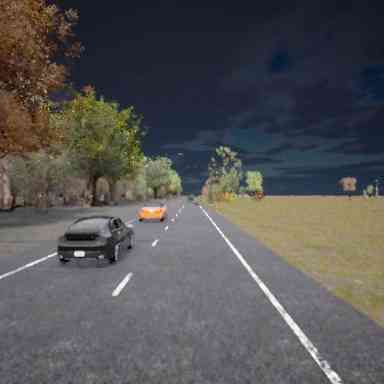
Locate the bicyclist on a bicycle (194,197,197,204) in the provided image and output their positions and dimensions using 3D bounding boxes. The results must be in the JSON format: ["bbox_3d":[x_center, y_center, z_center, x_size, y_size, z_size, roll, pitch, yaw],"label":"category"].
[{"bbox_3d":[0.947,2.260,85.009,0.659,1.776,1.843,0,0,0],"label":"bicyclist on a bicycle"}]

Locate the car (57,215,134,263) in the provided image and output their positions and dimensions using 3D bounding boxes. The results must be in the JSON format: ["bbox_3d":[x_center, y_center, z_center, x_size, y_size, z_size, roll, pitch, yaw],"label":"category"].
[{"bbox_3d":[-3.408,1.638,12.505,1.837,1.490,4.892,0,0,0],"label":"car"}]

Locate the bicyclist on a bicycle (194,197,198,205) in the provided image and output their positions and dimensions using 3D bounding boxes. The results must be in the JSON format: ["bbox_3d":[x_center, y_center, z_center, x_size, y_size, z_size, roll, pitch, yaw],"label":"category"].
[{"bbox_3d":[0.945,2.235,76.011,0.866,1.612,1.509,0,-1,0],"label":"bicyclist on a bicycle"}]

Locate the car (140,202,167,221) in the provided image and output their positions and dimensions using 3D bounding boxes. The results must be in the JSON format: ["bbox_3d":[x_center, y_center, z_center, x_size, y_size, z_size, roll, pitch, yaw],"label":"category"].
[{"bbox_3d":[-3.408,1.668,30.201,2.097,1.767,4.553,0,-1,0],"label":"car"}]
